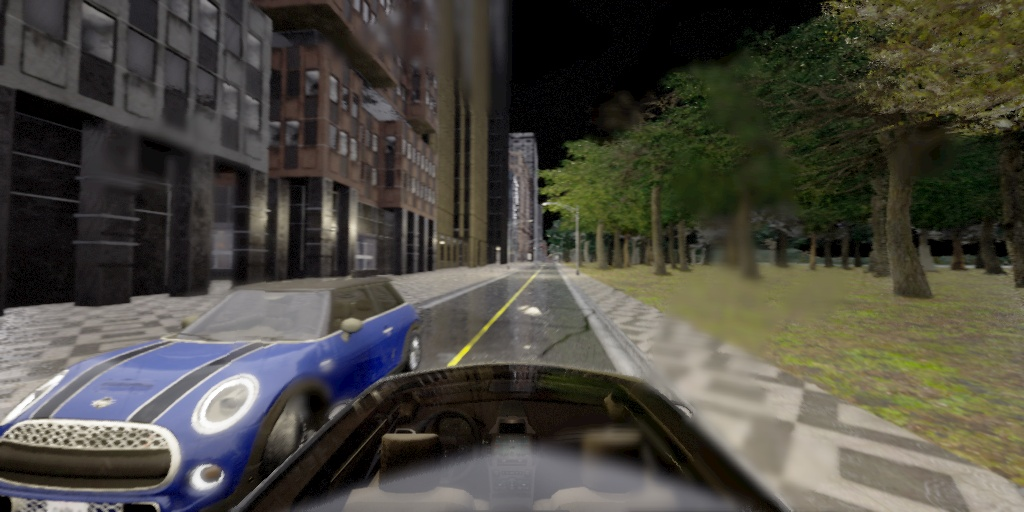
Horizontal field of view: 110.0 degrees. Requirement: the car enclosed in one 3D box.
[{"bbox_3d":[-2.786,1.103,4.610,2.097,1.767,4.553,0,0,4],"label":"car"}]
